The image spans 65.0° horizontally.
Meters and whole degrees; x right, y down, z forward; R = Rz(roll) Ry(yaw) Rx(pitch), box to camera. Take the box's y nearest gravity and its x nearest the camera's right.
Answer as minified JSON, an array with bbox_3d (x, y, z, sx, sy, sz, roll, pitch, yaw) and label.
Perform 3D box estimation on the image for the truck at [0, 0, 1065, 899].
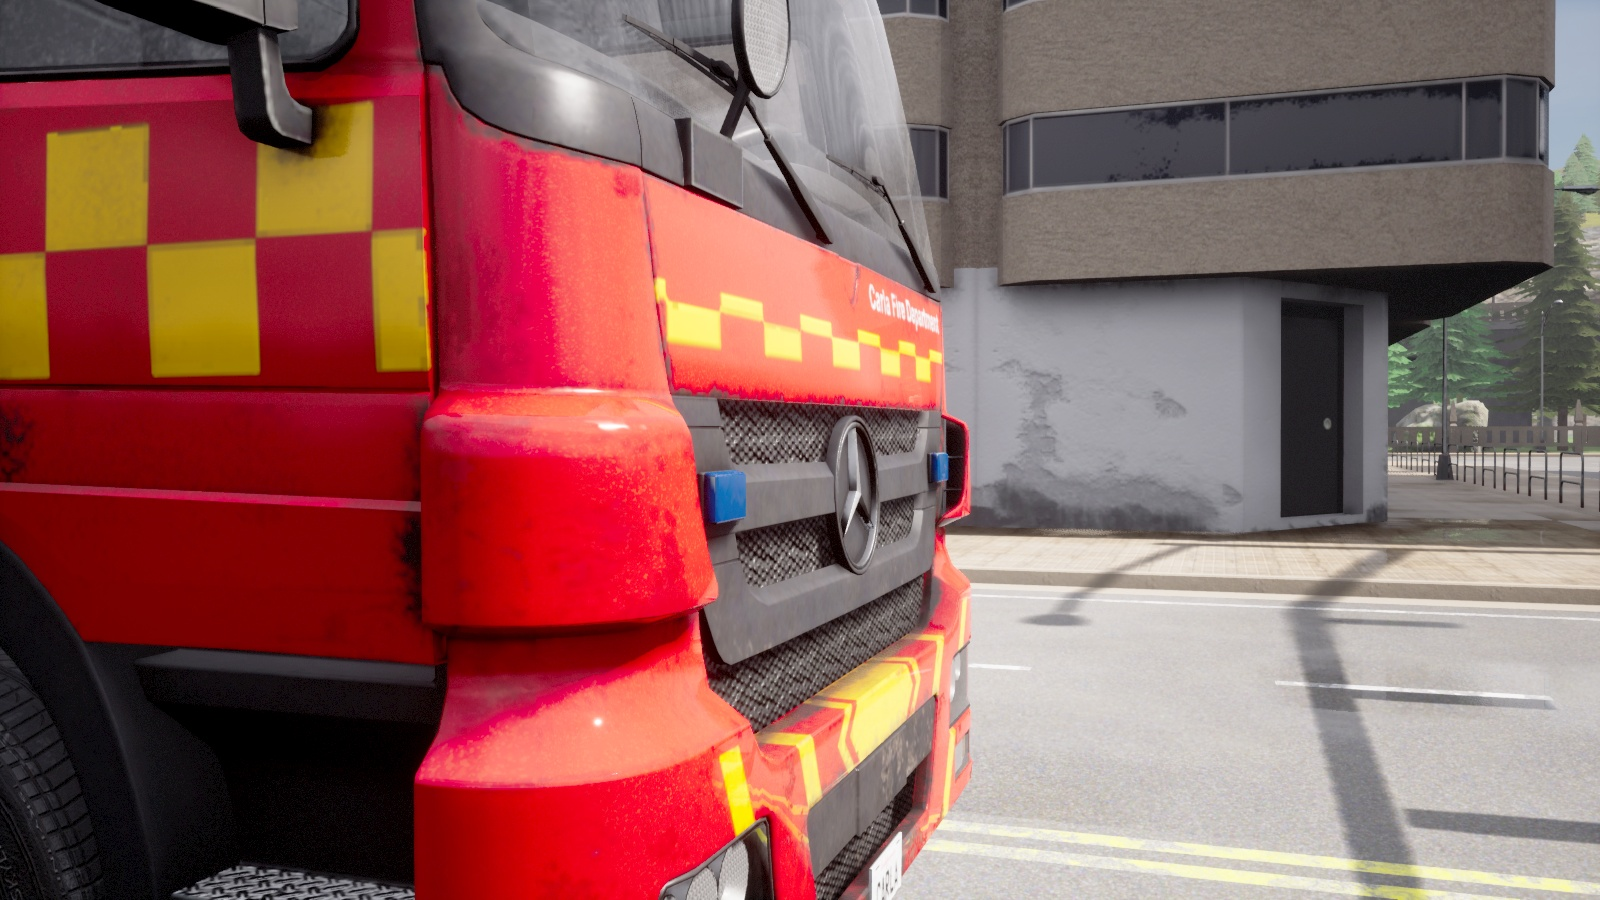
[{"bbox_3d":[-3.556,-0.422,4.371,8.468,3.827,2.891,1,1,19],"label":"truck"}]
